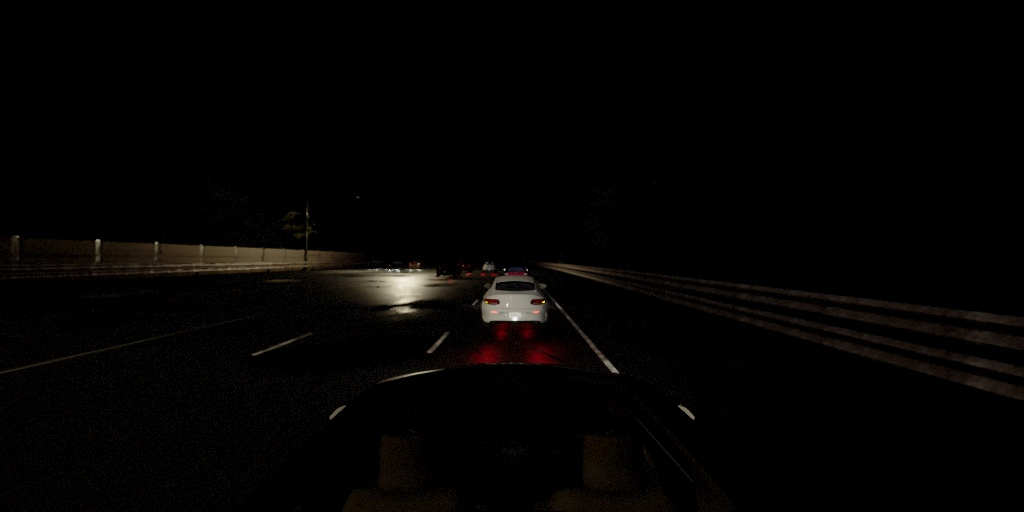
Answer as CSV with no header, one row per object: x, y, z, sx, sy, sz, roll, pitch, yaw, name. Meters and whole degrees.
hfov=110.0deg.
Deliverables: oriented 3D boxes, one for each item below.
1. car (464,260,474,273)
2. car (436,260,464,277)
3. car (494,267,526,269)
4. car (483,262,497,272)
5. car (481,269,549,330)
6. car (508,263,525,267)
-6.571,1.393,50.317,2.097,1.767,4.553,0,0,0,car
-6.558,1.392,37.484,1.882,1.535,5.008,0,-1,0,car
0.180,1.401,18.434,1.895,1.301,4.718,0,0,1,car
-3.064,1.586,50.081,1.812,1.442,4.674,0,-1,0,car
0.098,1.291,11.086,1.812,1.442,4.674,0,0,1,car
0.280,1.432,27.426,1.994,1.385,4.181,0,0,0,car
